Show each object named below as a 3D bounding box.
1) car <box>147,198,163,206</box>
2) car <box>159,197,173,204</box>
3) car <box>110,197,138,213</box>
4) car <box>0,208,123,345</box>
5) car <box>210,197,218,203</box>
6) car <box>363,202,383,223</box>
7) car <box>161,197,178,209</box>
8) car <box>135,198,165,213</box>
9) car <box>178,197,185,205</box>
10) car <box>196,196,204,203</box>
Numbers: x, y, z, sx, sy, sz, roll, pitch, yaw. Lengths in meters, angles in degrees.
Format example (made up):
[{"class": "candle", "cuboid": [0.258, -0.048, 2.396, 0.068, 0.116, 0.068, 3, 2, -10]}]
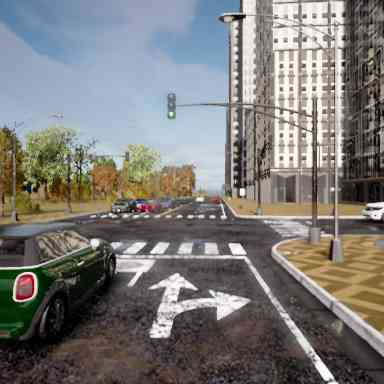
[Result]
[{"class": "car", "cuboid": [-6.342, 1.712, 57.226, 1.994, 1.385, 4.181, 0, 0, 5]}, {"class": "car", "cuboid": [-5.306, 1.735, 69.308, 2.033, 1.411, 5.357, 0, 0, 5]}, {"class": "car", "cuboid": [-7.836, 1.447, 38.478, 2.097, 1.767, 4.553, 0, 0, 5]}, {"class": "car", "cuboid": [-3.006, 1.369, 6.613, 2.097, 1.767, 4.553, 0, 0, 1]}, {"class": "car", "cuboid": [5.210, 1.775, 78.634, 1.994, 1.385, 4.181, 0, 0, 5]}, {"class": "car", "cuboid": [14.819, 1.122, 22.780, 5.566, 2.045, 2.150, 0, 0, 5]}, {"class": "car", "cuboid": [-3.792, 1.476, 48.360, 2.097, 1.767, 4.553, 0, 0, 4]}, {"class": "car", "cuboid": [-4.641, 1.695, 37.665, 1.895, 1.301, 4.718, 0, 0, 4]}, {"class": "car", "cuboid": [-2.530, 1.736, 63.800, 1.994, 1.385, 4.181, 0, 0, 5]}, {"class": "car", "cuboid": [1.975, 1.746, 78.955, 1.812, 1.442, 4.674, 0, 0, 5]}]
